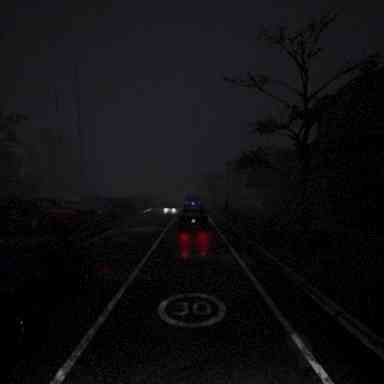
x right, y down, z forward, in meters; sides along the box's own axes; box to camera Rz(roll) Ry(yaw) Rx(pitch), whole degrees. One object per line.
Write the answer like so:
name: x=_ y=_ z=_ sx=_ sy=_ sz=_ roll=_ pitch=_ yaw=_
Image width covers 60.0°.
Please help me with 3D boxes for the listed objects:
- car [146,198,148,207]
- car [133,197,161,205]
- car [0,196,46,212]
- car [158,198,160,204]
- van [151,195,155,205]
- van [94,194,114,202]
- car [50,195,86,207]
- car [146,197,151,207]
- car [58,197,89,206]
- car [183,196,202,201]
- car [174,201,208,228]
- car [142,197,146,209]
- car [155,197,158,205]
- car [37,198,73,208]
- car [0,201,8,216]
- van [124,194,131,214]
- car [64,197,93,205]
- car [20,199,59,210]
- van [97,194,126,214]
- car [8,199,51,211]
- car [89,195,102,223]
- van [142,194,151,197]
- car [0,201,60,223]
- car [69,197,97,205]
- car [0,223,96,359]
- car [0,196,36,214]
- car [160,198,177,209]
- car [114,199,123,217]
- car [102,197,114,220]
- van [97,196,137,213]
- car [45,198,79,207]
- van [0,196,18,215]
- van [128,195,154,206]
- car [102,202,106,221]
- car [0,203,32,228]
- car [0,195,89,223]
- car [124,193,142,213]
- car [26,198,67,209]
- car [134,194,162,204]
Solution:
car: x=-8.965 y=1.799 z=46.058 sx=4.674 sy=1.452 sz=2.002 roll=0 pitch=0 yaw=0
car: x=-8.815 y=1.751 z=65.688 sx=5.366 sy=1.575 sz=1.946 roll=0 pitch=0 yaw=0
car: x=-22.014 y=1.495 z=42.615 sx=5.566 sy=2.045 sz=2.435 roll=0 pitch=0 yaw=0
car: x=-8.998 y=1.798 z=62.885 sx=4.674 sy=1.452 sz=2.002 roll=0 pitch=0 yaw=0
van: x=-8.865 y=1.543 z=54.471 sx=4.442 sy=1.987 sz=1.878 roll=0 pitch=0 yaw=0
van: x=-22.227 y=1.504 z=84.252 sx=4.442 sy=1.987 sz=1.878 roll=0 pitch=0 yaw=0
car: x=-22.041 y=1.513 z=59.272 sx=5.566 sy=2.045 sz=2.435 roll=0 pitch=0 yaw=0
car: x=-9.002 y=1.796 z=48.866 sx=4.792 sy=1.488 sz=2.163 roll=0 pitch=0 yaw=0
car: x=-22.079 y=1.760 z=62.049 sx=5.008 sy=1.535 sz=2.097 roll=0 pitch=0 yaw=0
car: x=0.087 y=1.449 z=40.856 sx=2.150 sy=2.045 sz=5.566 roll=0 pitch=0 yaw=-1
car: x=0.094 y=1.639 z=23.469 sx=2.128 sy=1.511 sz=4.902 roll=0 pitch=0 yaw=0
car: x=-8.970 y=1.748 z=43.255 sx=4.892 sy=1.521 sz=2.231 roll=0 pitch=0 yaw=0
car: x=-8.981 y=1.766 z=57.278 sx=5.008 sy=1.535 sz=2.097 roll=0 pitch=0 yaw=0
car: x=-22.055 y=1.770 z=53.720 sx=5.008 sy=1.535 sz=2.097 roll=0 pitch=0 yaw=0
car: x=-22.214 y=1.695 z=34.285 sx=5.366 sy=1.575 sz=1.946 roll=0 pitch=0 yaw=0
van: x=-9.066 y=1.474 z=34.844 sx=4.442 sy=1.987 sz=1.878 roll=0 pitch=0 yaw=0
car: x=-22.084 y=1.757 z=64.825 sx=5.008 sy=1.535 sz=2.097 roll=0 pitch=0 yaw=0
car: x=-22.022 y=1.797 z=48.171 sx=4.792 sy=1.488 sz=2.163 roll=0 pitch=0 yaw=0
van: x=-9.062 y=1.456 z=32.041 sx=4.442 sy=1.987 sz=1.878 roll=0 pitch=0 yaw=0
car: x=-22.075 y=1.787 z=45.388 sx=4.792 sy=1.488 sz=2.163 roll=0 pitch=0 yaw=0
car: x=-8.898 y=1.358 z=20.828 sx=5.566 sy=2.045 sz=2.435 roll=0 pitch=0 yaw=0
van: x=-9.094 y=1.542 z=51.669 sx=4.442 sy=1.987 sz=1.878 roll=0 pitch=0 yaw=0
car: x=-8.886 y=1.447 z=15.221 sx=4.553 sy=1.767 sz=2.185 roll=0 pitch=0 yaw=0
car: x=-22.090 y=1.754 z=67.600 sx=4.892 sy=1.521 sz=2.231 roll=0 pitch=0 yaw=0
car: x=-3.351 y=1.588 z=6.289 sx=2.033 sy=1.411 sz=5.357 roll=0 pitch=0 yaw=0
car: x=-22.066 y=1.482 z=39.838 sx=5.566 sy=2.045 sz=2.435 roll=0 pitch=0 yaw=0
car: x=-3.334 y=1.818 z=51.031 sx=1.994 sy=1.385 sz=4.181 roll=0 pitch=0 yaw=0
car: x=-8.934 y=1.664 z=29.236 sx=4.892 sy=1.521 sz=2.231 roll=0 pitch=0 yaw=0
car: x=-8.967 y=1.520 z=26.434 sx=4.553 sy=1.767 sz=2.185 roll=0 pitch=0 yaw=0
van: x=-9.075 y=1.510 z=40.449 sx=4.442 sy=1.987 sz=1.878 roll=0 pitch=0 yaw=0
car: x=-22.059 y=1.769 z=56.498 sx=4.892 sy=1.521 sz=2.231 roll=0 pitch=0 yaw=0
van: x=-22.150 y=1.490 z=37.061 sx=4.442 sy=1.987 sz=1.878 roll=0 pitch=0 yaw=0
van: x=-9.108 y=1.536 z=60.081 sx=4.442 sy=1.987 sz=1.878 roll=0 pitch=0 yaw=0
car: x=-8.928 y=1.667 z=23.629 sx=4.674 sy=1.452 sz=2.002 roll=0 pitch=0 yaw=0
car: x=-8.881 y=1.429 z=12.418 sx=4.553 sy=1.767 sz=2.185 roll=0 pitch=0 yaw=0
car: x=-8.893 y=1.339 z=18.025 sx=5.566 sy=2.045 sz=2.435 roll=0 pitch=0 yaw=0
car: x=-8.926 y=1.466 z=37.648 sx=5.566 sy=2.045 sz=2.435 roll=0 pitch=0 yaw=0
car: x=-22.240 y=1.766 z=50.943 sx=5.366 sy=1.575 sz=1.946 roll=0 pitch=0 yaw=0
car: x=-8.977 y=1.499 z=68.491 sx=5.566 sy=2.045 sz=2.435 roll=0 pitch=0 yaw=0
